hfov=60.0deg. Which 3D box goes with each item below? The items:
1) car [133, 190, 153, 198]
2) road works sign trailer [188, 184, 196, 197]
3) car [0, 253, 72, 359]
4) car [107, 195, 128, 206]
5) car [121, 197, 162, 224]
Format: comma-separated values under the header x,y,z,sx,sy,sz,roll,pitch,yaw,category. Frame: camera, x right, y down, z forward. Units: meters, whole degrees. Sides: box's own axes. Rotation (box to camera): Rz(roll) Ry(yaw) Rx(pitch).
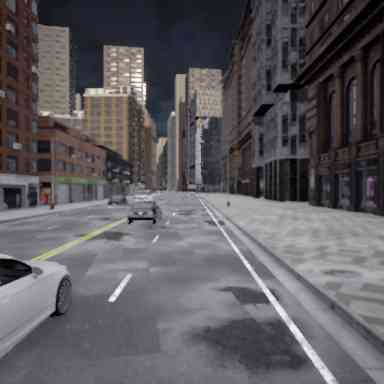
x,y,z,sx,sy,sz,roll,pitch,yaw,category
-6.532,0.779,44.939,2.150,2.045,5.566,0,0,0,car
0.065,-0.468,93.051,2.380,3.560,2.880,0,1,0,road works sign trailer
-3.146,1.481,4.334,1.812,1.442,4.674,0,0,0,car
-9.783,1.109,44.384,2.033,1.411,5.357,0,1,0,car
-3.133,1.318,22.782,2.033,1.411,5.357,0,1,0,car
